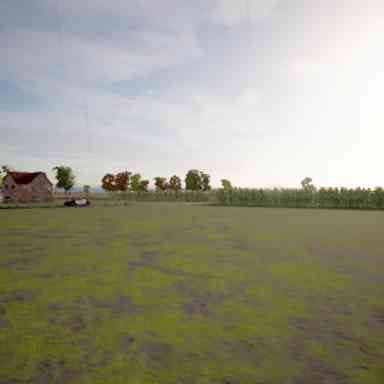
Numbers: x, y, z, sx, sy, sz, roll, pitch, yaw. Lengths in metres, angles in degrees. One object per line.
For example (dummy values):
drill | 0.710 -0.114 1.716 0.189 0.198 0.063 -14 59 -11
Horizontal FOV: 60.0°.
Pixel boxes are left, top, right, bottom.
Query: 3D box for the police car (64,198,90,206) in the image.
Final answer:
police car | -21.929 1.900 63.307 2.038 1.542 4.974 1 0 35
